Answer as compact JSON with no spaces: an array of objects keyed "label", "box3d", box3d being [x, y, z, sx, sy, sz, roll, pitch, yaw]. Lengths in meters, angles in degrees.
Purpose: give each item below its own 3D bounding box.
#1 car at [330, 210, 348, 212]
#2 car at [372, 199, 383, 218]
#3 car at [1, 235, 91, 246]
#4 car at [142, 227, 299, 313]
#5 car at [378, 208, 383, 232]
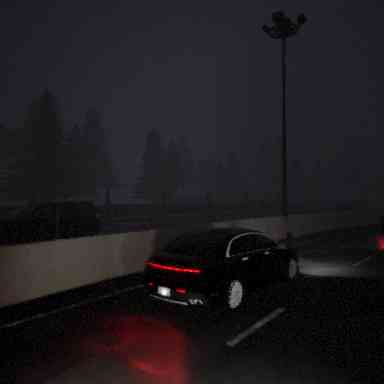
[{"label":"car","box3d":[18.777,2.080,42.357,4.892,1.490,1.837,0,-1,-31]},{"label":"car","box3d":[22.377,1.746,36.359,5.566,2.045,2.150,0,-1,-31]},{"label":"car","box3d":[-6.927,1.441,15.433,2.150,2.045,5.566,-1,-1,39]},{"label":"car","box3d":[0.985,1.610,8.060,1.837,1.490,4.892,-1,-1,38]},{"label":"car","box3d":[13.722,1.741,21.200,4.902,1.511,2.128,1,-1,-41]}]
